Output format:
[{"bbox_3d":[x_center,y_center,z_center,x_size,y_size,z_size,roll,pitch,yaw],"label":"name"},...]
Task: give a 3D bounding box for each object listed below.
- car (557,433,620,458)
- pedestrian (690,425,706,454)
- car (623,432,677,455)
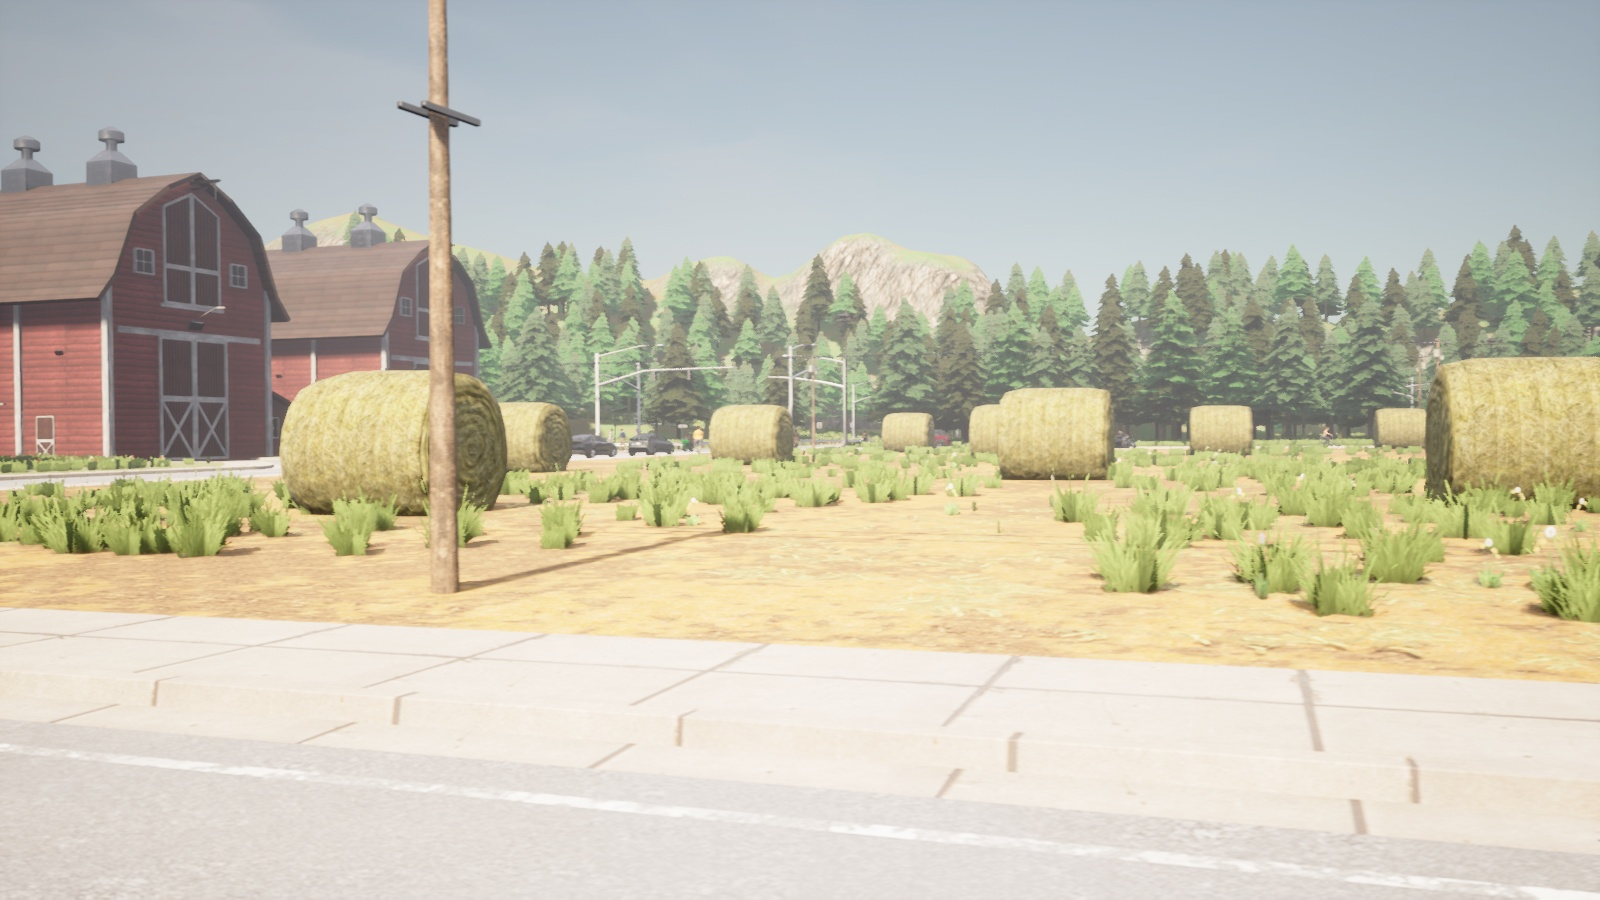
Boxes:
[{"bbox_3d":[-13.003,-0.292,77.606,1.837,1.490,4.892,0,1,17],"label":"car"},{"bbox_3d":[-6.631,-0.700,81.601,0.874,1.855,0.900,0,1,-12],"label":"pedestrian"},{"bbox_3d":[-10.261,-0.483,86.333,2.007,1.525,4.514,0,1,17],"label":"car"}]
